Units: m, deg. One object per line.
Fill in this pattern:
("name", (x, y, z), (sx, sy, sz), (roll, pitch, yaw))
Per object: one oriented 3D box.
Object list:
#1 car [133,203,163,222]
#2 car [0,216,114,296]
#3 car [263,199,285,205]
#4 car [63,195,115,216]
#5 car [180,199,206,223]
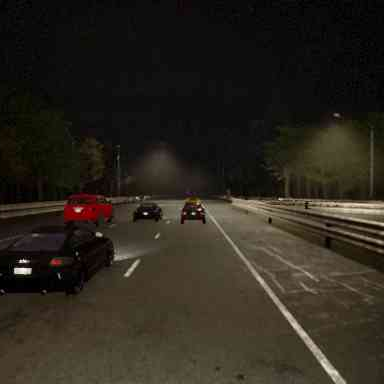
("car", (-3.410, 1.553, 26.496), (1.994, 1.385, 4.181), (0, 0, 0))
("car", (-3.406, 1.560, 8.705), (1.994, 1.385, 4.181), (0, 0, 0))
("car", (11.193, 1.622, 47.100), (1.994, 1.385, 4.181), (0, 0, -25))
("car", (-6.909, 1.212, 22.840), (2.150, 2.045, 5.566), (0, 0, 0))
("car", (0.088, 1.537, 25.373), (2.033, 1.411, 5.357), (0, 0, 0))
